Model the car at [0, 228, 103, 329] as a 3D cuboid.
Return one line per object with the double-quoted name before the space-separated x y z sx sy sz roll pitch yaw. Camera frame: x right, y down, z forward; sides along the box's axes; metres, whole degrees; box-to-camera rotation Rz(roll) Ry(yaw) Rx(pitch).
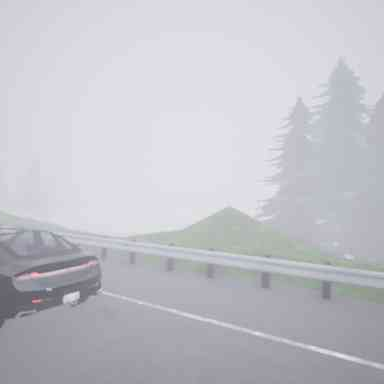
"car" -3.923 1.488 6.790 4.902 1.511 2.128 0 0 35
